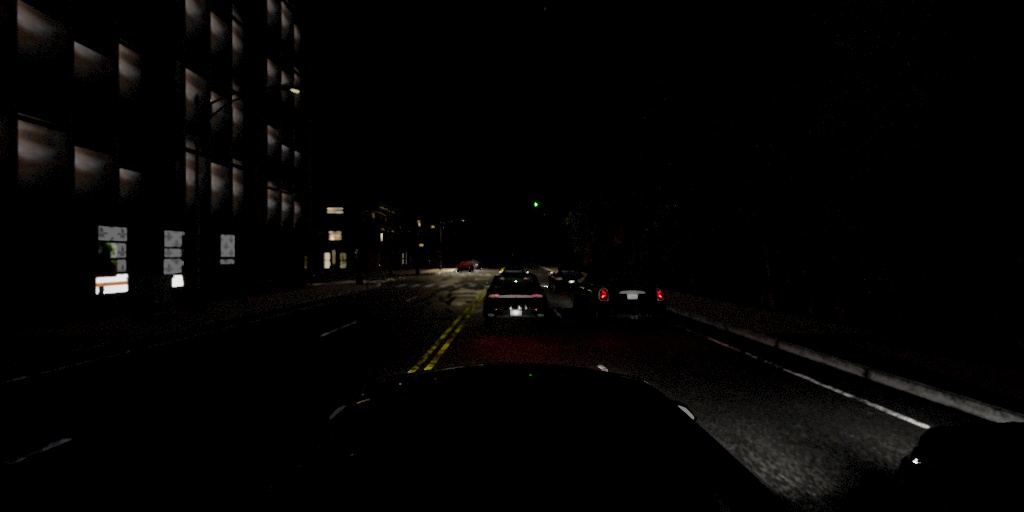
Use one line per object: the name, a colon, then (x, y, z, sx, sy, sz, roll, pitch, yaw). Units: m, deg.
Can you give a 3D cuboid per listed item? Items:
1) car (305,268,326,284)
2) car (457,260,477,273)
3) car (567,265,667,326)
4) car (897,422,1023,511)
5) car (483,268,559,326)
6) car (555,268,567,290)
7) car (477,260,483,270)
car: (-19.706, 1.708, 32.705, 5.008, 1.535, 1.882, -1, 0, 0)
car: (-6.590, 1.519, 51.114, 1.882, 1.535, 5.008, 0, 0, 0)
car: (3.359, 1.163, 12.099, 2.097, 1.767, 4.553, 0, 0, 0)
car: (3.350, 1.247, 0.203, 1.837, 1.490, 4.892, 0, 0, 0)
car: (0.110, 1.301, 11.938, 2.128, 1.511, 4.902, 0, 0, 0)
car: (3.367, 1.433, 22.126, 1.994, 1.385, 4.181, 0, 0, 0)
car: (-6.597, 1.453, 60.911, 2.097, 1.767, 4.553, 0, 0, 0)
